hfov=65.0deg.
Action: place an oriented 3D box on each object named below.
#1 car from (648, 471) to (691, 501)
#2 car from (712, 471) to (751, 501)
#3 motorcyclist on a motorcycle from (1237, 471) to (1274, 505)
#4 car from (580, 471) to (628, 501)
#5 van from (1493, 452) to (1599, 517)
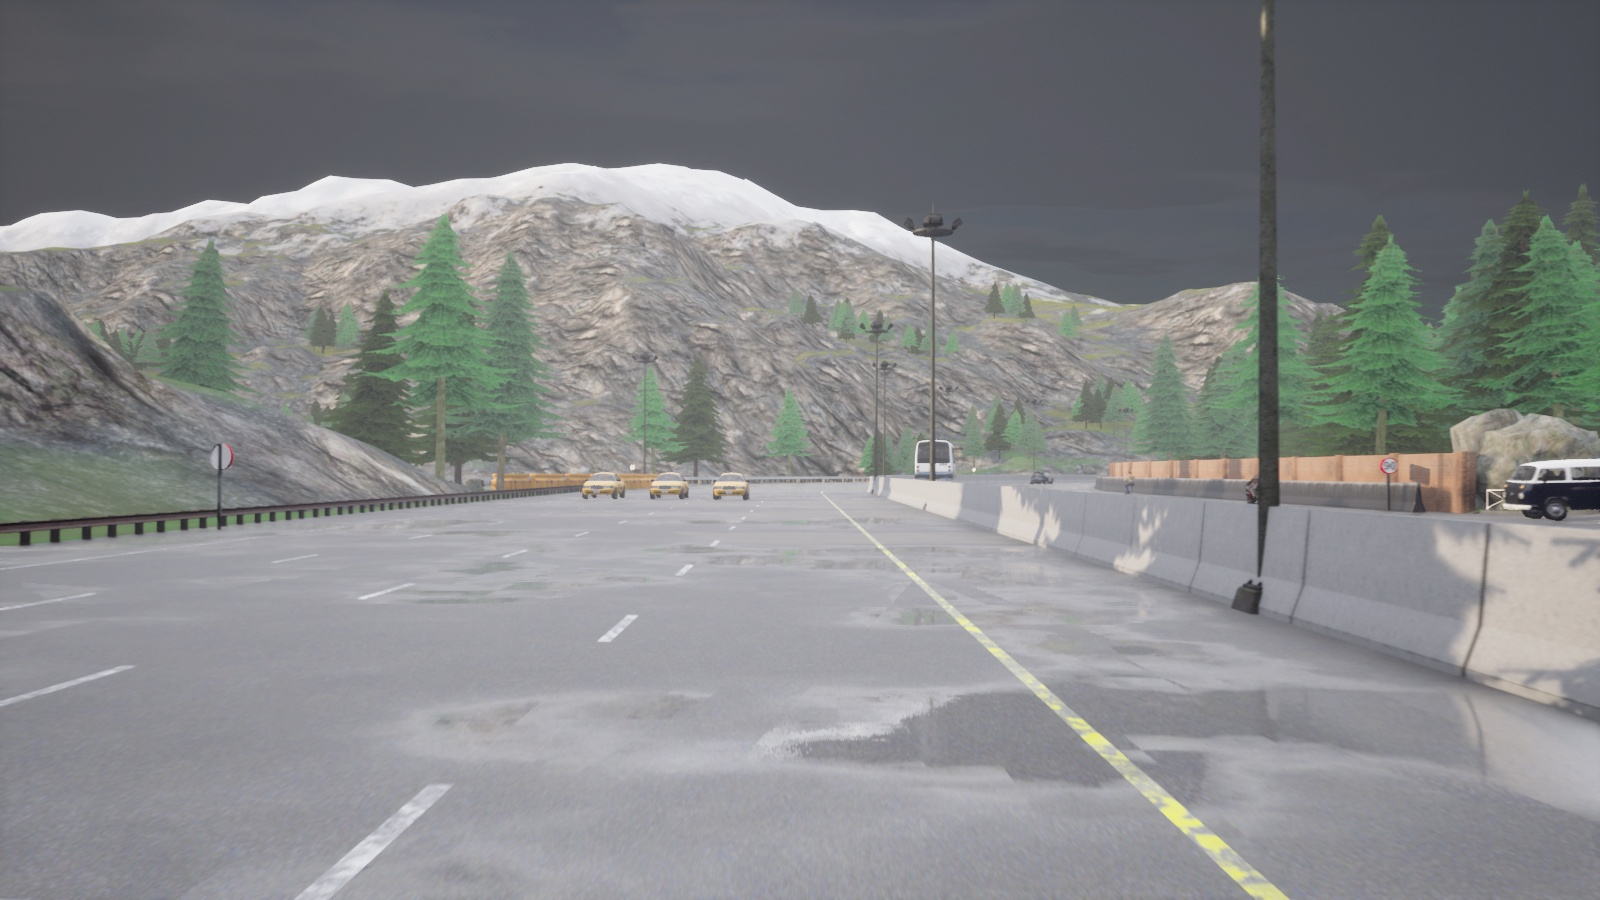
[{"bbox_3d":[-7.169,1.946,69.509,1.801,1.575,5.366,0,-1,0],"label":"car"},{"bbox_3d":[-3.665,1.904,67.858,1.801,1.575,5.366,0,-1,0],"label":"car"},{"bbox_3d":[20.844,1.729,57.507,0.866,1.530,2.191,0,-1,1],"label":"motorcyclist on a motorcycle"},{"bbox_3d":[-10.667,1.947,68.747,1.801,1.575,5.366,0,-1,0],"label":"car"},{"bbox_3d":[26.120,1.116,42.180,4.480,2.038,2.069,-2,0,6],"label":"van"}]
